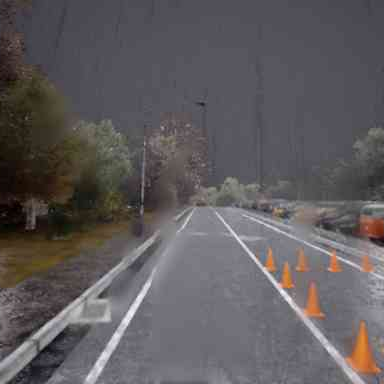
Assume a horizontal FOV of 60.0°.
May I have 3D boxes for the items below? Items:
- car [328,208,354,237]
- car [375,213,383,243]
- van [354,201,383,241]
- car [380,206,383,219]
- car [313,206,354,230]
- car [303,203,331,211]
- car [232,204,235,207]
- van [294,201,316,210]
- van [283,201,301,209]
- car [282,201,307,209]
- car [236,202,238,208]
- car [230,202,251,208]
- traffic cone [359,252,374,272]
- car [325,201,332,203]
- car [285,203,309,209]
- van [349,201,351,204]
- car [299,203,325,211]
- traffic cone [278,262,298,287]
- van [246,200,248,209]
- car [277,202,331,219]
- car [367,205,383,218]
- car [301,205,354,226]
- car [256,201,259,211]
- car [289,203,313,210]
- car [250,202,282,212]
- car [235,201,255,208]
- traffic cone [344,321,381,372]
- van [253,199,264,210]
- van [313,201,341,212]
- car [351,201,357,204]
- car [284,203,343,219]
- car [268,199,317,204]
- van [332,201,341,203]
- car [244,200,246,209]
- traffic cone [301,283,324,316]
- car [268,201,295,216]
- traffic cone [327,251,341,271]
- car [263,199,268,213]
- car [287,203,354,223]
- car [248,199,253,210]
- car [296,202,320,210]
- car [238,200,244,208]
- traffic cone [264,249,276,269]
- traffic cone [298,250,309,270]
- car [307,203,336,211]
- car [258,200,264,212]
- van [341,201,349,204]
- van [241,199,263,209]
[{"bbox_3d":[11.111,1.954,19.869,4.792,1.488,2.163,1,-1,2],"label":"car"},{"bbox_3d":[10.985,1.884,14.318,4.792,1.488,2.163,1,-1,2],"label":"car"},{"bbox_3d":[11.170,1.666,17.093,4.442,1.987,1.878,1,-1,2],"label":"van"},{"bbox_3d":[24.851,2.481,38.729,4.674,1.452,2.002,1,-1,2],"label":"car"},{"bbox_3d":[11.204,1.990,22.644,4.792,1.488,2.163,1,-1,2],"label":"car"},{"bbox_3d":[25.858,3.080,69.158,5.008,1.535,2.097,1,-2,2],"label":"car"},{"bbox_3d":[13.143,2.886,80.885,5.566,2.045,2.435,1,-2,2],"label":"car"},{"bbox_3d":[26.259,3.097,77.463,4.442,1.987,1.878,1,-2,2],"label":"van"},{"bbox_3d":[26.629,3.445,88.651,4.442,1.987,1.878,1,-2,2],"label":"van"},{"bbox_3d":[26.445,3.317,85.766,5.566,2.045,2.435,1,-2,2],"label":"car"},{"bbox_3d":[12.985,3.017,75.329,4.674,1.452,2.002,1,-2,2],"label":"car"},{"bbox_3d":[13.346,3.500,91.961,5.366,1.575,1.946,1,-2,2],"label":"car"},{"bbox_3d":[5.458,2.172,10.402,0.340,0.580,0.340,1,-1,2],"label":"traffic cone"},{"bbox_3d":[25.412,2.680,55.321,5.008,1.535,2.097,1,-2,2],"label":"car"},{"bbox_3d":[26.135,3.475,83.000,5.366,1.575,1.946,1,-2,2],"label":"car"},{"bbox_3d":[25.257,2.326,47.159,4.442,1.987,1.878,1,-1,2],"label":"van"},{"bbox_3d":[25.954,3.164,72.051,5.008,1.535,2.097,1,-2,2],"label":"car"},{"bbox_3d":[2.413,2.088,8.486,0.340,0.580,0.340,1,-1,2],"label":"traffic cone"},{"bbox_3d":[12.322,2.268,58.700,4.442,1.987,1.878,1,-2,2],"label":"van"},{"bbox_3d":[11.597,2.104,33.741,4.892,1.521,2.231,1,-1,2],"label":"car"},{"bbox_3d":[24.941,2.476,41.499,5.008,1.535,2.097,1,-1,2],"label":"car"},{"bbox_3d":[11.296,2.025,25.418,4.792,1.488,2.163,1,-1,2],"label":"car"},{"bbox_3d":[12.068,2.321,47.612,4.674,1.452,2.002,1,-1,2],"label":"car"},{"bbox_3d":[26.223,3.401,80.229,4.892,1.521,2.231,1,-2,2],"label":"car"},{"bbox_3d":[12.371,2.446,55.908,4.792,1.488,2.163,1,-1,2],"label":"car"},{"bbox_3d":[13.292,3.095,83.649,4.553,1.767,2.185,1,-2,2],"label":"car"},{"bbox_3d":[2.301,2.047,4.488,0.340,0.580,0.340,1,-1,2],"label":"traffic cone"},{"bbox_3d":[12.047,2.088,50.394,4.442,1.987,1.878,1,-1,2],"label":"van"},{"bbox_3d":[25.803,2.697,63.625,4.442,1.987,1.878,1,-2,2],"label":"van"},{"bbox_3d":[25.020,2.262,44.396,5.566,2.045,2.435,1,-1,2],"label":"car"},{"bbox_3d":[11.517,2.068,30.966,4.892,1.521,2.231,1,-1,2],"label":"car"},{"bbox_3d":[11.760,2.048,39.292,4.553,1.767,2.185,1,-1,2],"label":"car"},{"bbox_3d":[25.208,2.392,52.712,4.442,1.987,1.878,1,-1,2],"label":"van"},{"bbox_3d":[12.527,2.616,61.461,4.674,1.452,2.002,1,-2,2],"label":"car"},{"bbox_3d":[2.357,2.068,6.487,0.340,0.580,0.340,1,-1,2],"label":"traffic cone"},{"bbox_3d":[11.511,2.131,36.521,5.366,1.575,1.946,1,-1,2],"label":"car"},{"bbox_3d":[4.463,2.151,10.429,0.340,0.580,0.340,1,-1,2],"label":"traffic cone"},{"bbox_3d":[11.852,2.083,42.066,4.553,1.767,2.185,1,-1,2],"label":"car"},{"bbox_3d":[11.233,2.025,28.198,5.366,1.575,1.946,1,-1,2],"label":"car"},{"bbox_3d":[12.285,2.101,53.164,5.566,2.045,2.435,1,-1,2],"label":"car"},{"bbox_3d":[26.018,3.114,74.698,4.553,1.767,2.185,1,-2,2],"label":"car"},{"bbox_3d":[12.805,2.817,69.783,5.008,1.535,2.097,1,-2,2],"label":"car"},{"bbox_3d":[2.469,2.109,10.486,0.340,0.580,0.340,1,-1,2],"label":"traffic cone"},{"bbox_3d":[3.465,2.130,10.458,0.340,0.580,0.340,1,-1,2],"label":"traffic cone"},{"bbox_3d":[25.766,3.001,66.390,4.892,1.521,2.231,1,-2,2],"label":"car"},{"bbox_3d":[11.968,2.245,44.839,5.008,1.535,2.097,1,-1,2],"label":"car"},{"bbox_3d":[25.345,2.360,49.803,4.442,1.987,1.878,1,-1,2],"label":"van"},{"bbox_3d":[13.013,2.674,72.560,4.442,1.987,1.878,1,-2,2],"label":"van"}]
